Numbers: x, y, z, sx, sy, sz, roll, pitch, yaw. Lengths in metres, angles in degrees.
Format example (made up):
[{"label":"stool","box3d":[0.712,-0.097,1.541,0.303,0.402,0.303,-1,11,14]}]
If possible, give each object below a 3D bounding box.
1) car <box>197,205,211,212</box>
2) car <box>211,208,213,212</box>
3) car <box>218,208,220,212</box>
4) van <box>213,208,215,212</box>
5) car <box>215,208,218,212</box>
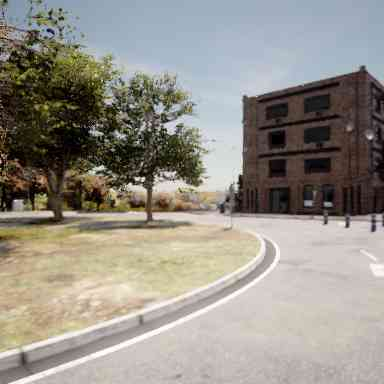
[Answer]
[{"label":"car","box3d":[2.018,3.491,65.545,2.002,1.452,4.674,1,-4,8]},{"label":"car","box3d":[2.767,3.855,70.978,2.163,1.488,4.792,0,-4,8]},{"label":"car","box3d":[5.854,5.213,92.885,2.185,1.767,4.553,0,-4,8]},{"label":"van","box3d":[3.548,3.983,76.539,1.878,1.987,4.442,0,-4,8]},{"label":"car","box3d":[5.071,4.995,87.320,2.002,1.452,4.674,0,-4,8]}]
